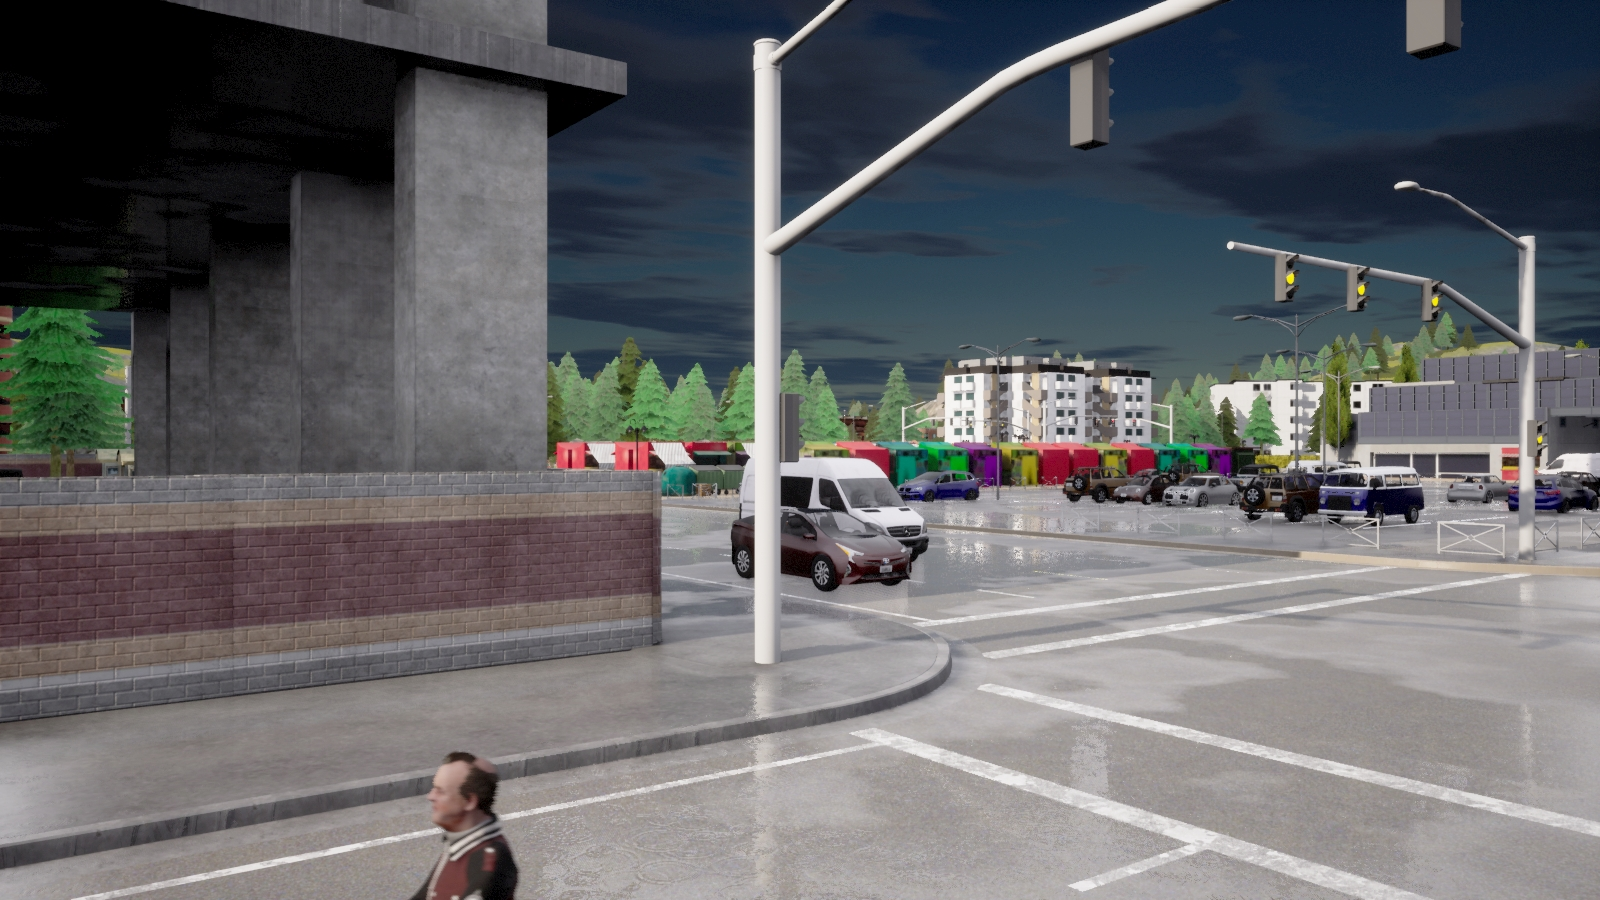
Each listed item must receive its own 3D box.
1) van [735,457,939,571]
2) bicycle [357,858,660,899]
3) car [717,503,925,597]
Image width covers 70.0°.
[{"bbox_3d":[0.780,1.479,29.066,1.988,2.561,5.915,0,0,-36],"label":"van"},{"bbox_3d":[-1.391,2.160,3.739,1.835,1.271,0.329,0,0,-25],"label":"bicycle"},{"bbox_3d":[0.324,1.984,23.786,2.007,1.525,4.514,0,0,-36],"label":"car"}]
